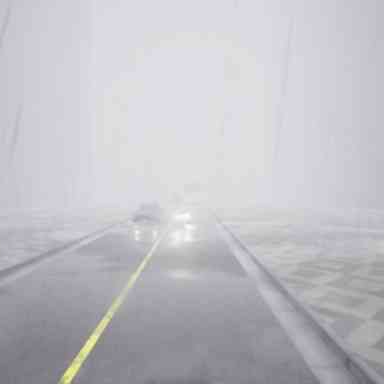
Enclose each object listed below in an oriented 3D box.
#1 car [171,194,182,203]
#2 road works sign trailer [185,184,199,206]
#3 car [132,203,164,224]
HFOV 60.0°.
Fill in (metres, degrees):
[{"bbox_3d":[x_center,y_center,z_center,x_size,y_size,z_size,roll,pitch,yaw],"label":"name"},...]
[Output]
[{"bbox_3d":[-2.993,1.261,66.011,2.097,1.767,4.553,0,0,0],"label":"car"},{"bbox_3d":[0.013,0.382,53.860,2.380,3.560,2.880,0,0,0],"label":"road works sign trailer"},{"bbox_3d":[-3.092,1.497,24.525,2.033,1.411,5.357,0,0,0],"label":"car"}]
